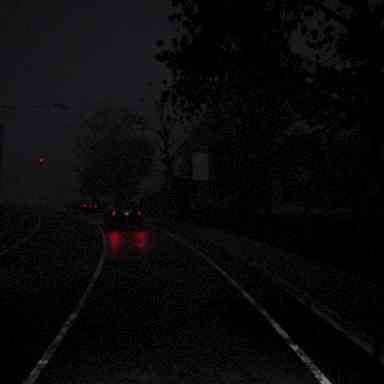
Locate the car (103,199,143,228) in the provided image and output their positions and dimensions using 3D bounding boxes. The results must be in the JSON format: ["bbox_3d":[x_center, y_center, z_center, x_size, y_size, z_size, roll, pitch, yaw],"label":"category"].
[{"bbox_3d":[-4.737,1.359,22.383,2.097,1.767,4.553,2,-1,-21],"label":"car"}]

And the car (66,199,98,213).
[{"bbox_3d":[-11.923,1.446,35.942,2.033,1.411,5.357,4,-1,-38],"label":"car"}]

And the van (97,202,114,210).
[{"bbox_3d":[-23.706,3.833,90.848,4.442,1.987,1.878,-4,-7,26],"label":"van"}]
